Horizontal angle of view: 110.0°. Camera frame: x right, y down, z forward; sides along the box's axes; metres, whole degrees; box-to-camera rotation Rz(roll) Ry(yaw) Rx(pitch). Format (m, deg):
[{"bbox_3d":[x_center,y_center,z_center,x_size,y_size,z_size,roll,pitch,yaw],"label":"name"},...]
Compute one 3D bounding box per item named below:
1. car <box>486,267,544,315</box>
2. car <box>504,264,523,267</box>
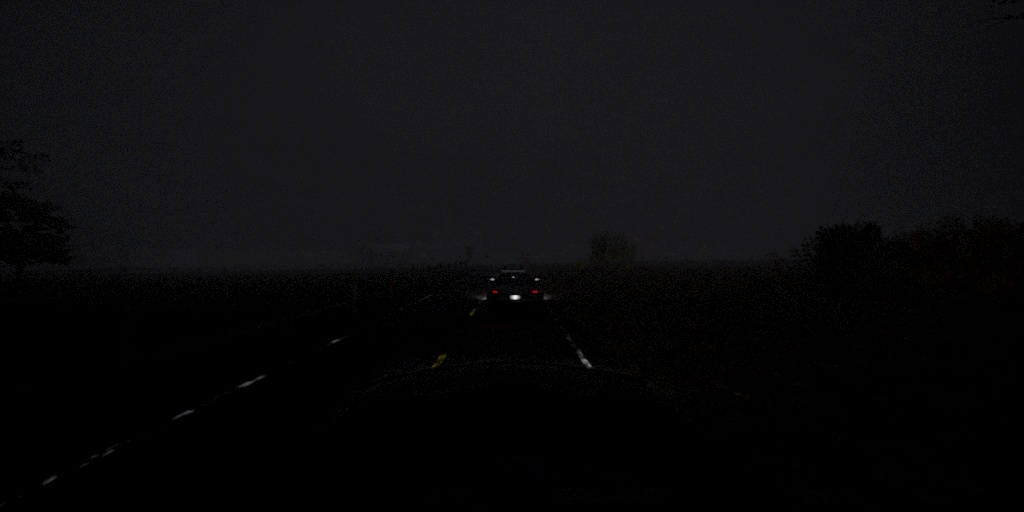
[{"bbox_3d":[0.104,1.300,13.552,1.994,1.385,4.181,0,0,0],"label":"car"},{"bbox_3d":[0.110,1.327,29.454,1.895,1.301,4.718,0,0,0],"label":"car"}]
